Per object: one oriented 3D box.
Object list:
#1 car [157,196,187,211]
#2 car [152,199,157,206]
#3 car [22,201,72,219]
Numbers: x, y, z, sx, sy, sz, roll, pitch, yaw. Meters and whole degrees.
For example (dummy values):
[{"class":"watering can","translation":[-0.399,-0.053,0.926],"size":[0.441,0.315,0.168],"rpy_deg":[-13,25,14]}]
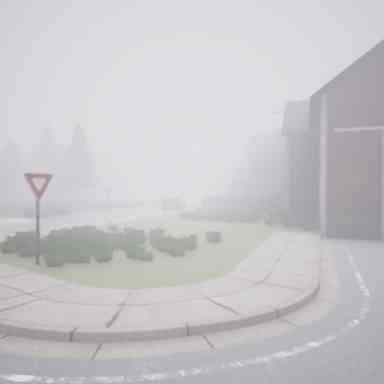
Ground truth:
[{"class":"car","translation":[-2.003,1.400,37.662],"size":[1.816,1.474,4.193],"rpy_deg":[-6,-1,17]},{"class":"car","translation":[-4.374,1.396,50.662],"size":[1.837,1.490,4.892],"rpy_deg":[0,0,20]},{"class":"car","translation":[-12.234,1.475,28.293],"size":[1.994,1.385,4.181],"rpy_deg":[0,0,19]}]
